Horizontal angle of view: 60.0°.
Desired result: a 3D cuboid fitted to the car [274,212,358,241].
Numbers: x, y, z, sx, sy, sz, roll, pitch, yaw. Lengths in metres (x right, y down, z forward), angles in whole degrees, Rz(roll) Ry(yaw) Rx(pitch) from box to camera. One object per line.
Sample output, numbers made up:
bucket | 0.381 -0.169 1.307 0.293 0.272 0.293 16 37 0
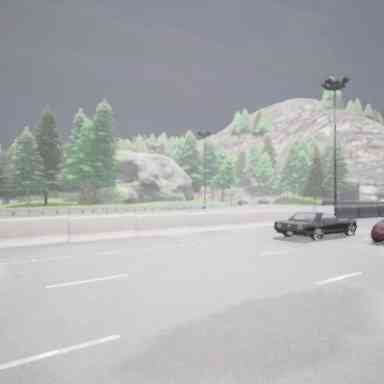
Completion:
car | 6.418 1.666 16.940 4.718 1.301 1.895 0 0 -36

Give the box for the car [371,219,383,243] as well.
car | 10.031 1.640 15.221 4.181 1.385 1.994 0 0 -36
